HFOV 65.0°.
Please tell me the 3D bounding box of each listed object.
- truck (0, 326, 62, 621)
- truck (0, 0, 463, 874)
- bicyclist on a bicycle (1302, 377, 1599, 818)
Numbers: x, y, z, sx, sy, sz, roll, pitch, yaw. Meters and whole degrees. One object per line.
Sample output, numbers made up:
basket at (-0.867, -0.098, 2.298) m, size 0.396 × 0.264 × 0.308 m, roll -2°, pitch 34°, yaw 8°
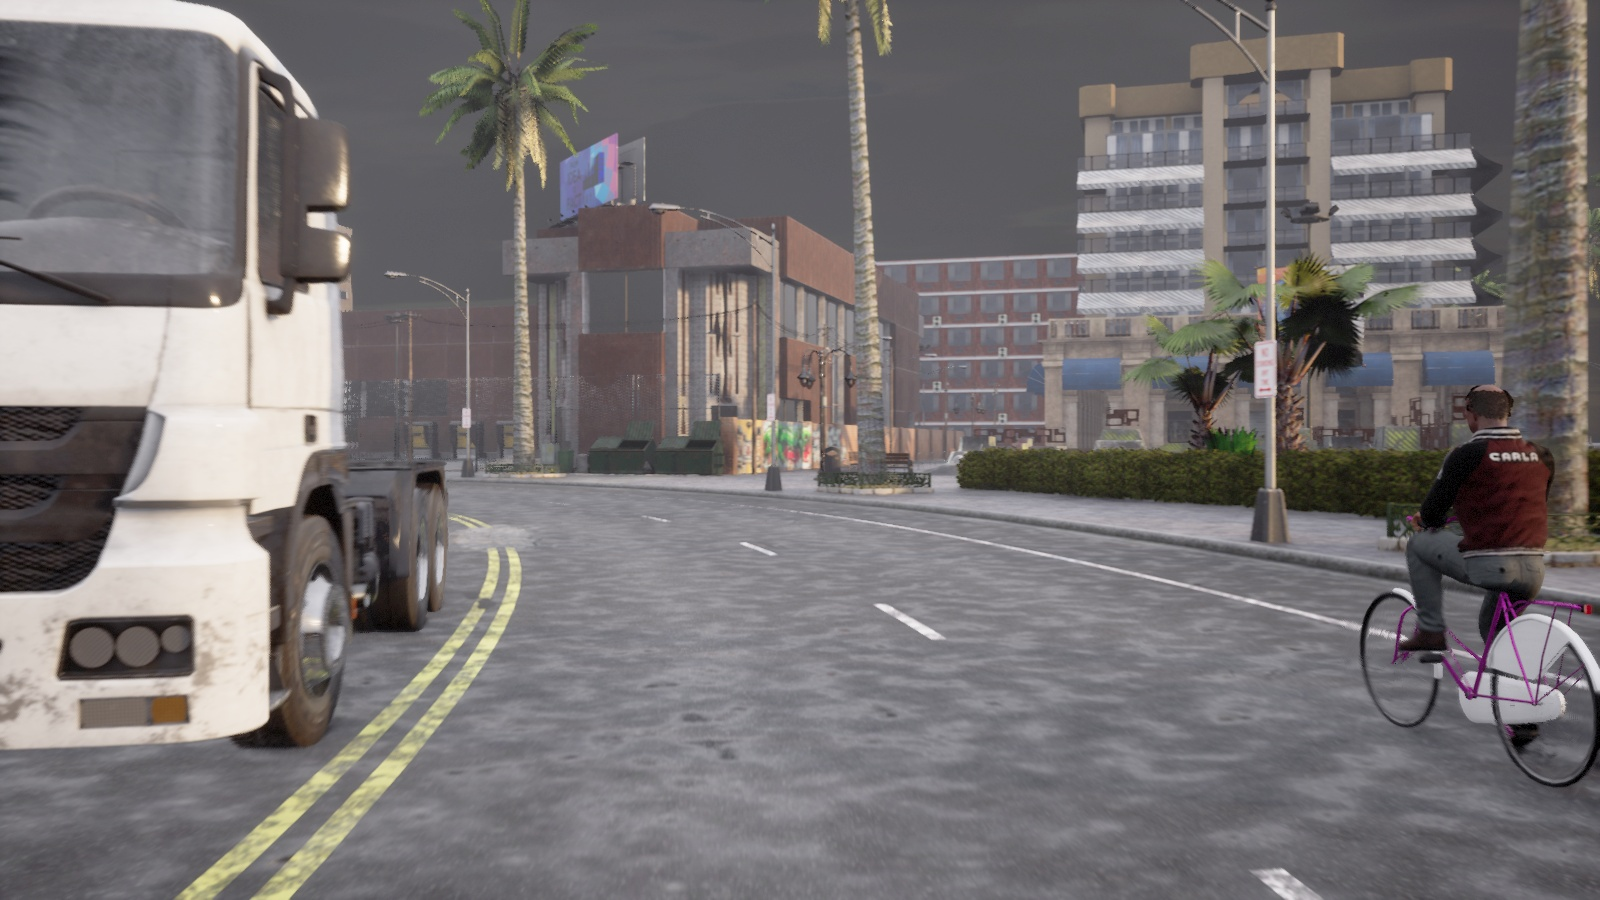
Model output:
truck at (-7.768, 0.204, 8.984) m, size 2.627 × 2.467 × 5.204 m, roll 0°, pitch 0°, yaw -10°
truck at (-4.091, -0.284, 8.148) m, size 2.891 × 3.462 × 7.936 m, roll 0°, pitch 0°, yaw -9°
bicyclist on a bicycle at (3.161, 0.585, 5.998) m, size 0.659 × 1.776 × 1.843 m, roll 0°, pitch 1°, yaw -5°
